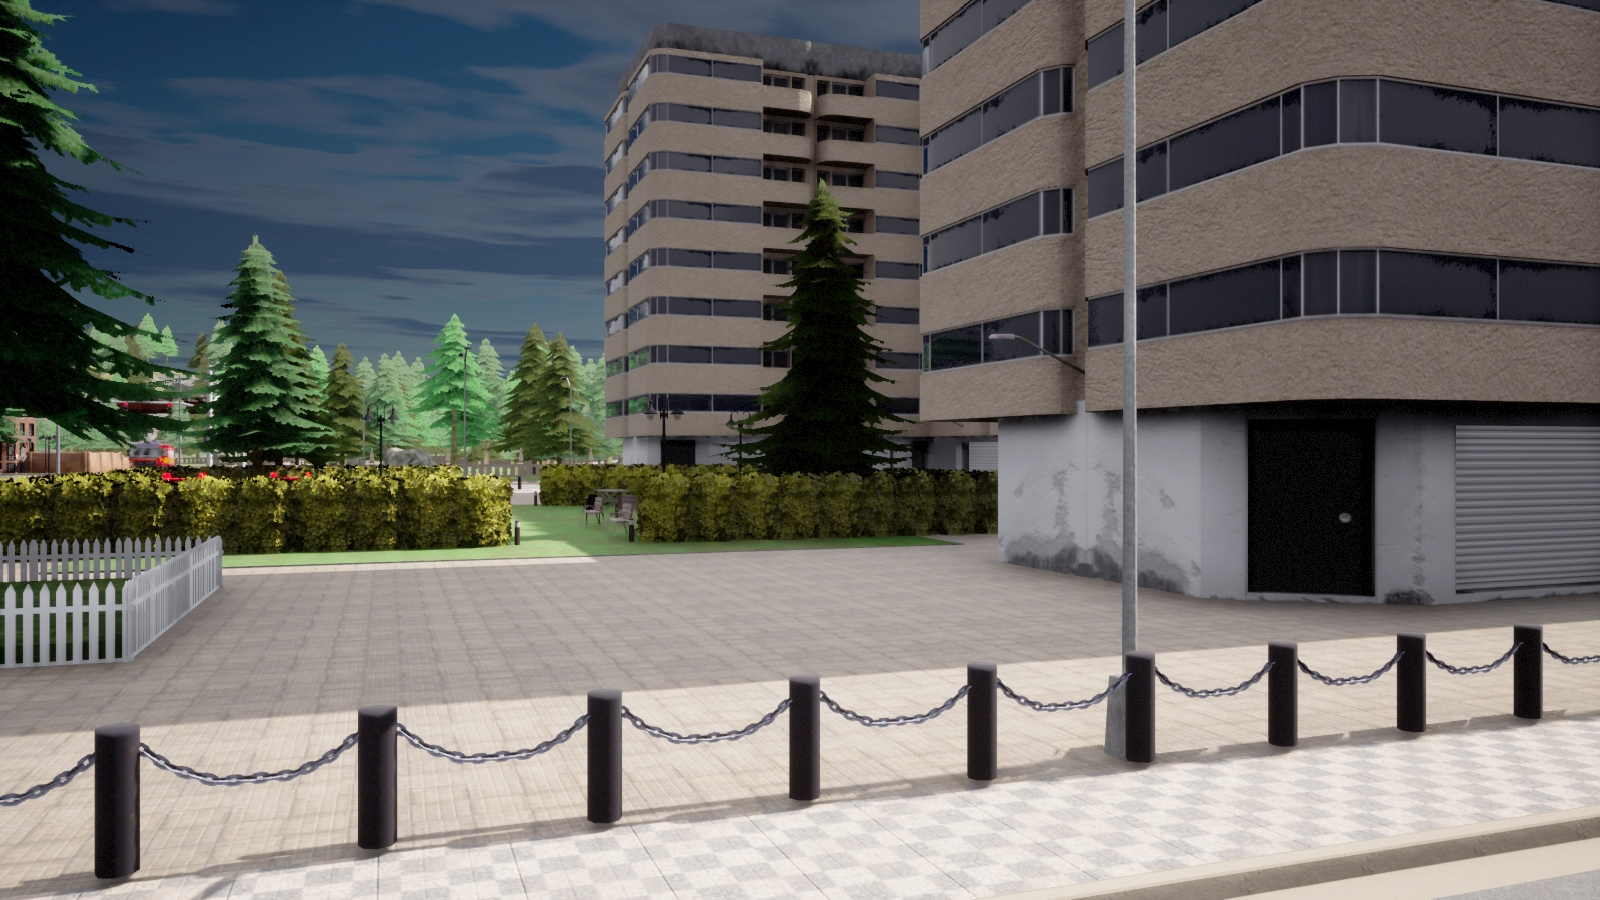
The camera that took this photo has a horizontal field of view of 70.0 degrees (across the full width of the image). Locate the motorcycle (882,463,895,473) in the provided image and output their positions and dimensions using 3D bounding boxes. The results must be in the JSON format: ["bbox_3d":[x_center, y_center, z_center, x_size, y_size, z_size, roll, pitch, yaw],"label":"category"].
[{"bbox_3d":[10.468,2.130,134.776,0.803,1.199,2.033,0,0,-19],"label":"motorcycle"}]

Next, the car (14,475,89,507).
[{"bbox_3d":[-38.243,2.063,58.523,2.163,1.488,4.792,0,0,-20],"label":"car"}]
